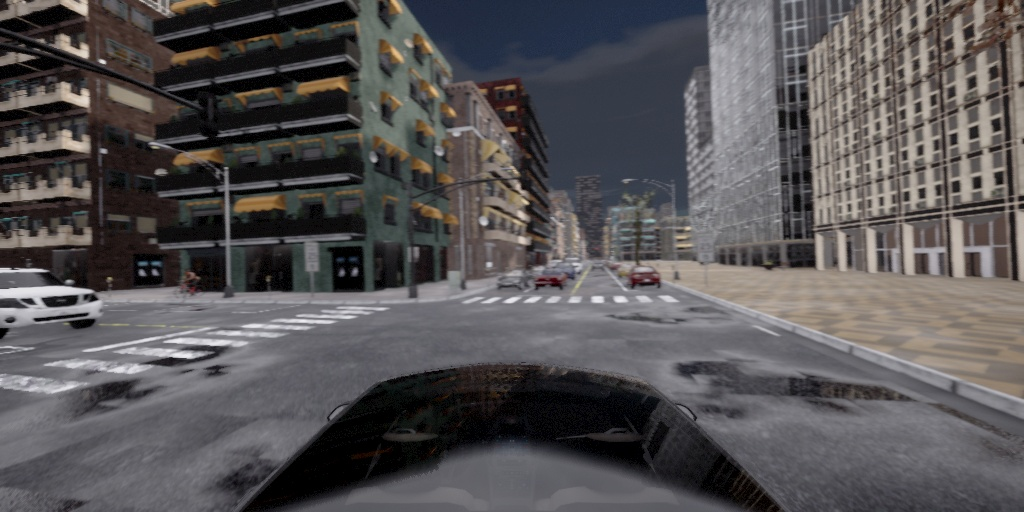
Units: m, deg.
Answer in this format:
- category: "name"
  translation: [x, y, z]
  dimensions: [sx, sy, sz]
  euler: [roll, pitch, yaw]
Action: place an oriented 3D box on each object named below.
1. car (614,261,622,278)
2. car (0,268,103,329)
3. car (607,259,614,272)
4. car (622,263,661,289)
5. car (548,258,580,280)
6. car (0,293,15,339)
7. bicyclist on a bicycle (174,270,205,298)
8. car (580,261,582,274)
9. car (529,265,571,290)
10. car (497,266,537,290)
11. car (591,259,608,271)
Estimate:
- category: "car"
  translation: [10.896, 1.310, 33.852]
  dimensions: [1.751, 1.417, 4.829]
  euler: [0, 0, 13]
- category: "car"
  translation: [-16.083, 1.390, 11.315]
  dimensions: [5.566, 2.045, 2.150]
  euler: [-1, -1, 13]
- category: "car"
  translation: [14.632, 1.451, 49.848]
  dimensions: [1.802, 1.307, 4.207]
  euler: [0, 0, 13]
- category: "car"
  translation: [8.342, 1.277, 22.911]
  dimensions: [1.888, 1.381, 4.507]
  euler: [0, 0, 13]
- category: "car"
  translation: [4.975, 1.337, 34.074]
  dimensions: [2.097, 1.767, 4.553]
  euler: [-2, -1, 13]
- category: "car"
  translation: [-14.694, 1.662, 8.349]
  dimensions: [4.403, 1.370, 2.007]
  euler: [0, 0, 13]
- category: "bicyclist on a bicycle"
  translation: [-18.721, 1.614, 20.855]
  dimensions: [0.582, 1.620, 1.656]
  euler: [-1, 0, 13]
- category: "car"
  translation: [7.531, 1.265, 45.008]
  dimensions: [2.150, 2.045, 5.566]
  euler: [-2, -1, 14]
- category: "car"
  translation: [2.691, 1.538, 24.267]
  dimensions: [1.895, 1.301, 4.718]
  euler: [-2, -1, 13]
- category: "car"
  translation: [0.186, 1.578, 24.814]
  dimensions: [2.007, 1.370, 4.403]
  euler: [0, 0, 13]
- category: "car"
  translation: [12.952, 1.473, 54.160]
  dimensions: [2.128, 1.511, 4.902]
  euler: [-2, -1, 13]
